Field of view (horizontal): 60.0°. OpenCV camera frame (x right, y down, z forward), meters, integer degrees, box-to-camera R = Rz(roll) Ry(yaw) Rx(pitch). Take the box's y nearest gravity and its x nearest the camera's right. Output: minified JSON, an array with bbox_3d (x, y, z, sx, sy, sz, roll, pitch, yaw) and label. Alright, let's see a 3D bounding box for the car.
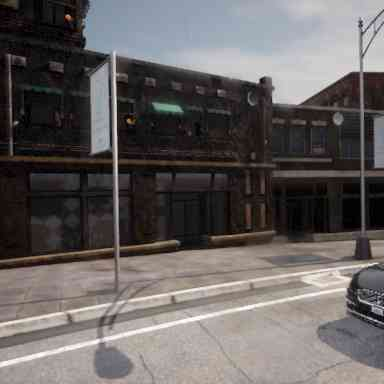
[{"bbox_3d":[4.956,1.502,5.873,4.892,1.490,1.837,0,0,-23],"label":"car"}]
